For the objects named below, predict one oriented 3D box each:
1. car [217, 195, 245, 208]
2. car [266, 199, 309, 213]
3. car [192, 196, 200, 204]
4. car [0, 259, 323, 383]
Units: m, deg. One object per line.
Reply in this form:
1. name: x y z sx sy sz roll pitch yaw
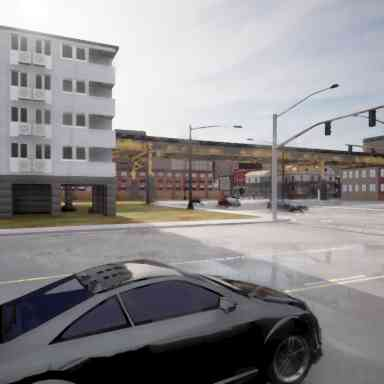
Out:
1. car: 5.414 1.526 49.090 1.812 1.442 4.674 0 0 -25
2. car: 10.721 1.547 37.857 2.033 1.411 5.357 0 0 -25
3. car: 0.661 1.548 64.153 2.033 1.411 5.357 0 0 0
4. car: -0.414 1.564 4.030 4.181 1.385 1.994 0 0 -30
